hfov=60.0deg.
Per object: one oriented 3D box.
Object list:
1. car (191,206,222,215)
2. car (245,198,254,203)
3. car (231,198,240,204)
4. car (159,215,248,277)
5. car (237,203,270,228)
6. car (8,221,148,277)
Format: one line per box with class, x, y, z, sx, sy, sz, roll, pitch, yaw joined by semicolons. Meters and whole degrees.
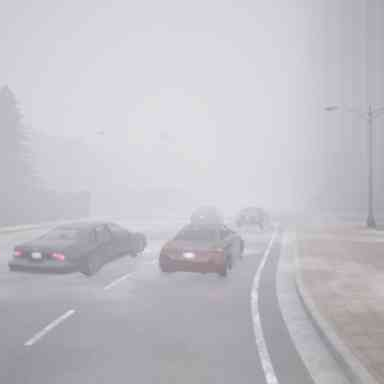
car;1.186;1.793;25.938;1.994;1.385;4.181;0;0;14
car;14.283;2.248;82.029;1.812;1.442;4.674;0;-1;17
car;10.928;2.256;83.024;1.812;1.442;4.674;0;-1;17
car;0.465;1.660;10.733;1.994;1.385;4.181;0;0;16
car;4.423;1.760;23.916;2.033;1.411;5.357;0;-1;19
car;-3.209;1.641;10.671;2.033;1.411;5.357;0;0;15
